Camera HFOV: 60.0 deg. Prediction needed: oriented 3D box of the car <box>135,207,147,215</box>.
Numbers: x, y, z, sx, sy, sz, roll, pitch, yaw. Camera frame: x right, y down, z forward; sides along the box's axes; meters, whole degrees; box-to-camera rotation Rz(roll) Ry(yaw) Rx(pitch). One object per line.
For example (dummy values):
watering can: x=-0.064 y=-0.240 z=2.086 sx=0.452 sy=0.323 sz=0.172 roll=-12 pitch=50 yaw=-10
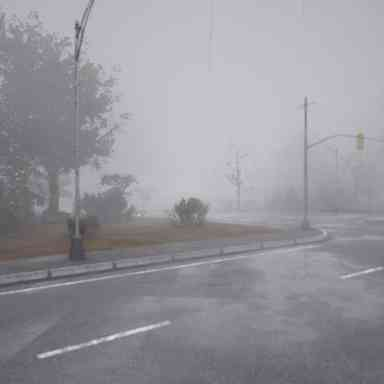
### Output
car: x=-9.795 y=3.307 z=58.426 sx=2.033 sy=1.411 sz=5.357 roll=0 pitch=-3 yaw=-32
